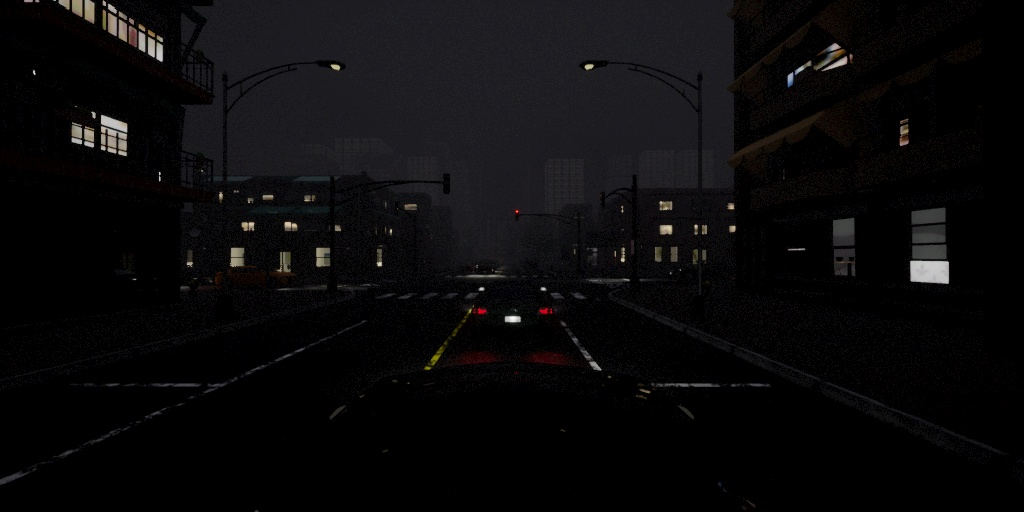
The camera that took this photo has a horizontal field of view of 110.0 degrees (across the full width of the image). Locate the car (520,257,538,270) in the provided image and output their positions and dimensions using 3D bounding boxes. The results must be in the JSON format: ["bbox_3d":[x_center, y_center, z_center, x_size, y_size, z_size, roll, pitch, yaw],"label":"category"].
[{"bbox_3d":[2.735,1.092,52.039,2.192,1.841,5.009,0,0,0],"label":"car"}]

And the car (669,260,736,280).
[{"bbox_3d":[14.961,1.061,28.246,4.902,1.511,2.128,-1,0,0],"label":"car"}]

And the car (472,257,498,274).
[{"bbox_3d":[-3.001,1.117,40.711,2.097,1.767,4.553,0,0,-2],"label":"car"}]

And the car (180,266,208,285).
[{"bbox_3d":[-24.459,1.522,28.257,4.902,1.511,2.128,-1,0,0],"label":"car"}]

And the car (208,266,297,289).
[{"bbox_3d":[-17.776,1.420,25.055,5.008,1.535,1.882,-1,0,0],"label":"car"}]

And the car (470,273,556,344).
[{"bbox_3d":[0.016,1.315,9.647,1.994,1.385,4.181,0,0,0],"label":"car"}]

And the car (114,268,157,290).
[{"bbox_3d":[-27.688,1.586,25.059,4.674,1.442,1.812,-1,0,0],"label":"car"}]

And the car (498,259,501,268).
[{"bbox_3d":[-3.049,1.323,50.990,2.033,1.411,5.357,0,0,0],"label":"car"}]

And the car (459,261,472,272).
[{"bbox_3d":[-5.738,1.316,46.525,1.888,1.381,4.507,0,0,0],"label":"car"}]
